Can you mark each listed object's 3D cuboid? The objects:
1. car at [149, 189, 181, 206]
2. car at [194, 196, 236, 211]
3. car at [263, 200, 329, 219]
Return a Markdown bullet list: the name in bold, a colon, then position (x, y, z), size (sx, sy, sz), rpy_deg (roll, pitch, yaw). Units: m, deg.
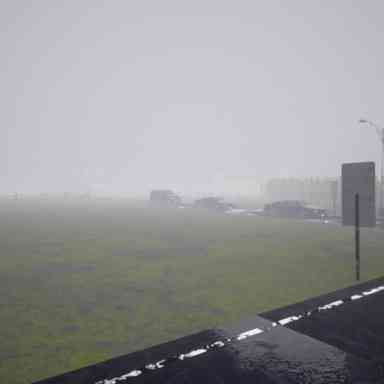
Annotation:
- **car**: position (-3.645, 0.695, 44.060), size (2.150, 2.045, 5.566), rpy_deg (-1, 1, -35)
- **car**: position (2.345, 1.178, 35.660), size (2.033, 1.411, 5.357), rpy_deg (-1, 1, -36)
- **car**: position (8.324, 1.330, 27.295), size (2.033, 1.411, 5.357), rpy_deg (-1, 1, -36)
